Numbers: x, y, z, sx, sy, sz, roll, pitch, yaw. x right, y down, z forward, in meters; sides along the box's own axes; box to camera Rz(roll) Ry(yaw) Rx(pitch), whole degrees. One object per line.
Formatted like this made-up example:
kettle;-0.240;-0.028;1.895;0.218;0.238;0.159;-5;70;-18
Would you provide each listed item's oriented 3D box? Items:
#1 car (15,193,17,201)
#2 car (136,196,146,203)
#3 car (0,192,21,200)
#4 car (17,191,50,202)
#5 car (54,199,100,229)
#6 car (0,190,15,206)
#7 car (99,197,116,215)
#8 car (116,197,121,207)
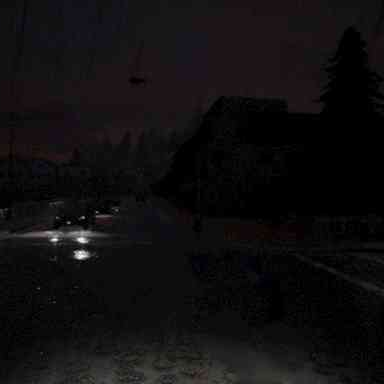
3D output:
car;-24.389;0.665;41.161;3.866;1.878;1.905;1;0;-9
car;-9.800;1.408;63.521;1.895;1.301;4.718;1;0;-9
car;-35.087;0.699;62.684;4.514;1.523;2.007;1;0;-9
car;-26.295;0.705;53.813;5.027;1.636;2.152;1;0;-9
car;-7.070;1.397;20.460;1.812;1.442;4.674;1;0;-8
car;-23.550;0.701;38.349;4.605;1.855;1.932;1;0;-9
car;-8.808;1.385;32.087;2.033;1.411;5.357;1;0;-9
car;-10.994;1.342;46.760;2.033;1.411;5.357;1;0;-8
